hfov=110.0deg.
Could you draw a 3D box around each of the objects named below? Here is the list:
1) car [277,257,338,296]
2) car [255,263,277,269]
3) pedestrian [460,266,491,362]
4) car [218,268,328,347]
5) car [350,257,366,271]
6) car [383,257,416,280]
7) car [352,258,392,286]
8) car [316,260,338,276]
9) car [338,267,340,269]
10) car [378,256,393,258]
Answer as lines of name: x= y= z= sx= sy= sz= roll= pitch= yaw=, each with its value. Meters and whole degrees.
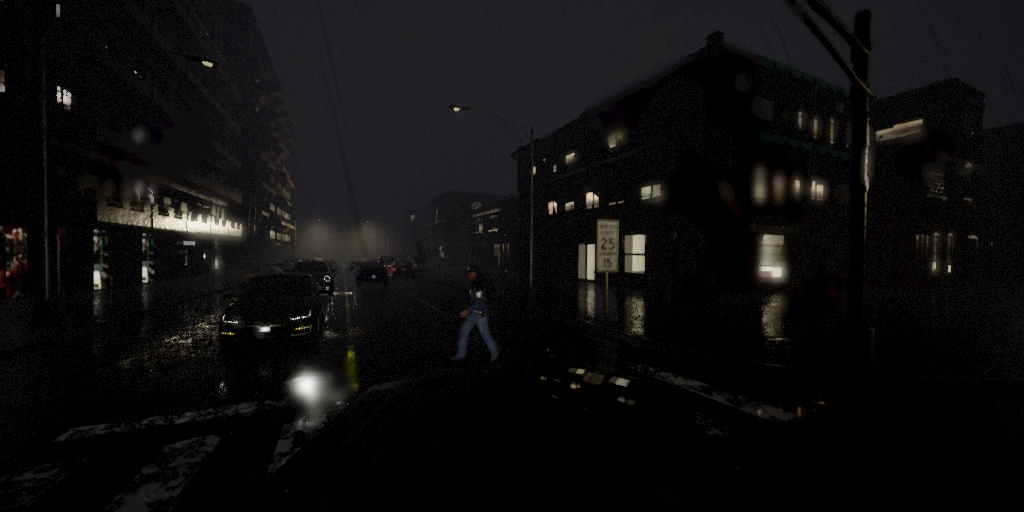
car: x=-10.122 y=1.044 z=18.082 sx=2.097 sy=1.767 sz=4.553 roll=0 pitch=0 yaw=-25
car: x=-14.556 y=1.185 z=21.227 sx=1.751 sy=1.417 sz=4.829 roll=0 pitch=0 yaw=-25
pedestrian: x=-0.672 y=1.069 z=6.557 sx=0.375 sy=1.860 sz=0.375 roll=-1 pitch=1 yaw=-25
car: x=-6.093 y=1.243 z=9.536 sx=1.837 sy=1.490 sz=4.892 roll=0 pitch=0 yaw=-25
car: x=-19.381 y=1.170 z=45.183 sx=1.895 sy=1.301 sz=4.718 roll=0 pitch=0 yaw=-25
car: x=-9.373 y=1.101 z=30.108 sx=1.967 sy=1.591 sz=4.097 roll=0 pitch=0 yaw=-25
car: x=-9.844 y=1.151 z=24.987 sx=1.882 sy=1.535 sz=5.008 roll=0 pitch=0 yaw=-25
car: x=-18.755 y=1.122 z=36.505 sx=1.812 sy=1.442 sz=4.674 roll=0 pitch=0 yaw=-25
car: x=-14.419 y=1.136 z=27.211 sx=2.128 sy=1.511 sz=4.902 roll=0 pitch=0 yaw=-25
car: x=-14.235 y=0.922 z=40.367 sx=2.192 sy=1.841 sz=5.009 roll=0 pitch=0 yaw=-25
